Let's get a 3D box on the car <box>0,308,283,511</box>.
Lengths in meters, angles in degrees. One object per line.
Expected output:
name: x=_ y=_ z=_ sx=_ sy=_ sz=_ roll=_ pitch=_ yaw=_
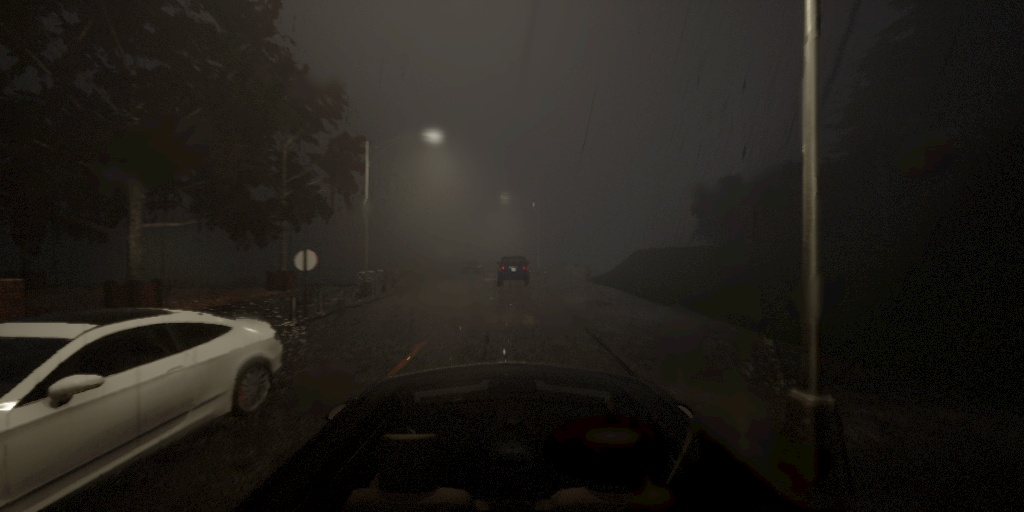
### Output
car: x=-4.098 y=1.277 z=3.188 sx=1.812 sy=1.442 sz=4.674 roll=0 pitch=0 yaw=0

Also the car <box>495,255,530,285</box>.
car: x=0.104 y=0.985 z=26.089 sx=2.150 sy=2.045 sz=5.566 roll=0 pitch=0 yaw=0

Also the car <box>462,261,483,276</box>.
car: x=-4.085 y=1.272 z=37.836 sx=1.837 sy=1.490 sz=4.892 roll=0 pitch=1 yaw=-1
